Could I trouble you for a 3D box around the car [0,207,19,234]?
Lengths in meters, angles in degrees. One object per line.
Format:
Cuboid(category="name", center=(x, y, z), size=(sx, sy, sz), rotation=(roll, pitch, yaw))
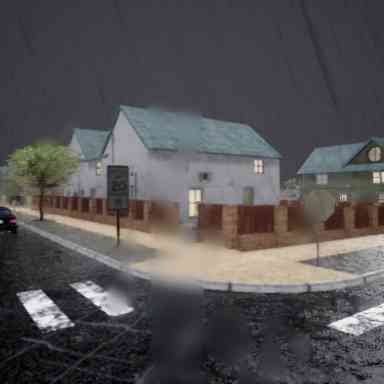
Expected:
Cuboid(category="car", center=(-10.873, 1.507, 18.267), size=(2.033, 1.411, 5.357), rotation=(-1, 1, -36))
